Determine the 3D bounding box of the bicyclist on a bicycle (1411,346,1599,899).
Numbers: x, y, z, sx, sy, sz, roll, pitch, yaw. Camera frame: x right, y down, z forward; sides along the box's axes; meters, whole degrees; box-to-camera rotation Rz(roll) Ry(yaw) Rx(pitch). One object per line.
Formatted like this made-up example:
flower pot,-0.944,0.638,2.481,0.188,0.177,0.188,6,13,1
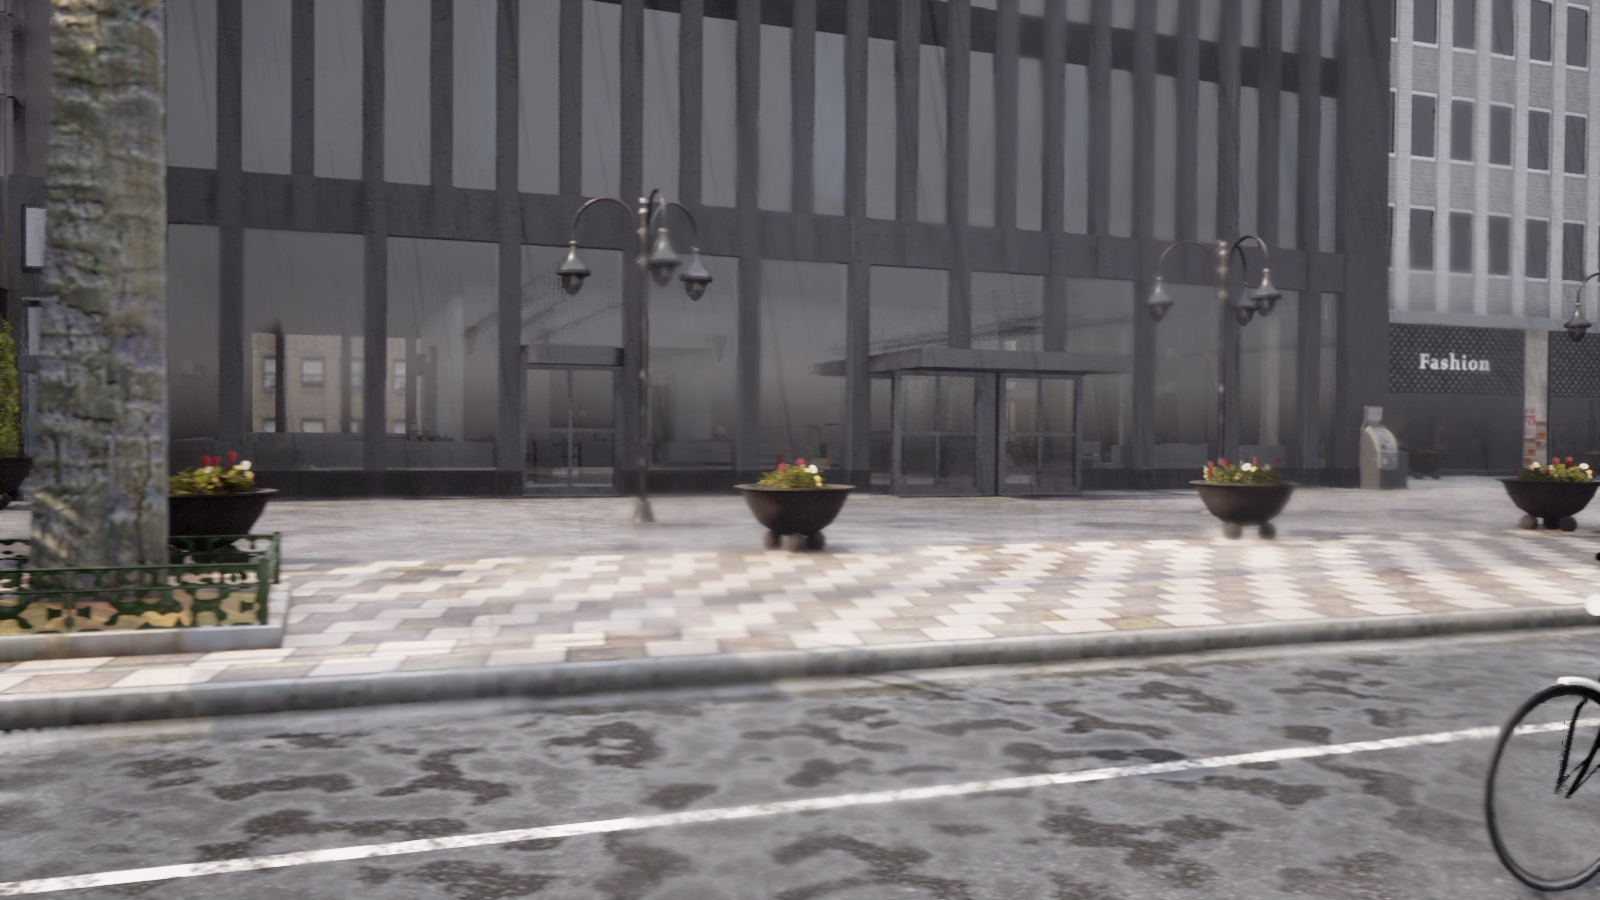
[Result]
bicyclist on a bicycle,3.127,0.554,4.428,1.843,1.776,0.659,-1,1,-21
